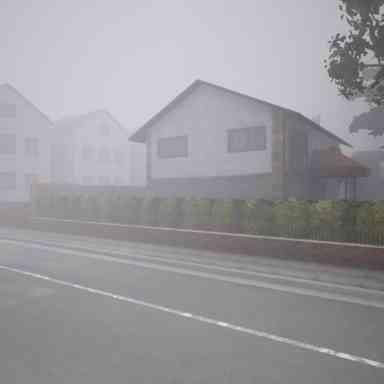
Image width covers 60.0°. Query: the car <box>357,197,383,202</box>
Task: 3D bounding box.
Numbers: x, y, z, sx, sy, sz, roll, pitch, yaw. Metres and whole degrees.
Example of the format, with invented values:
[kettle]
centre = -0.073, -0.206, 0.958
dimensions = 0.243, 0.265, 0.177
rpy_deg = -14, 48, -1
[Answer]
[car]
centre = 14.618, 1.168, 25.879
dimensions = 3.806, 1.475, 1.970
rpy_deg = 0, 0, 35
